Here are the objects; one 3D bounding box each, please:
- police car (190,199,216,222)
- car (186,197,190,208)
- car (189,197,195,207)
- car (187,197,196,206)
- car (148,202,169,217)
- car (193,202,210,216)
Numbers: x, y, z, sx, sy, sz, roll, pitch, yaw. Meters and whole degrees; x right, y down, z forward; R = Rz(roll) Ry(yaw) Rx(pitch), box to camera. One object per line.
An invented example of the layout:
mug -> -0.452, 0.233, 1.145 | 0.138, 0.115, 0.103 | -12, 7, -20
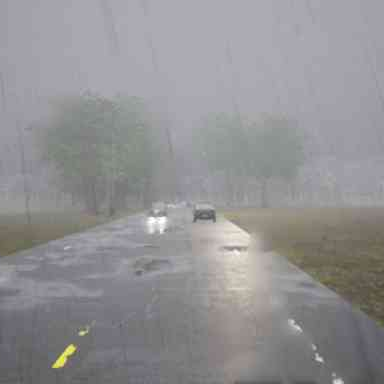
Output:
police car -> 1.033, 1.706, 28.961 | 1.930, 1.638, 5.238 | 0, -1, 0
car -> -0.035, 2.119, 61.962 | 2.097, 1.767, 4.553 | 0, -1, 0
car -> 1.023, 1.831, 44.824 | 2.097, 1.767, 4.553 | 0, -1, 0
car -> -0.045, 2.298, 80.292 | 2.150, 2.045, 5.566 | 0, -1, 0
car -> -3.613, 1.860, 36.296 | 2.128, 1.511, 4.902 | 0, -1, 0
car -> 1.028, 1.906, 38.850 | 1.837, 1.490, 4.892 | 0, -1, 0
